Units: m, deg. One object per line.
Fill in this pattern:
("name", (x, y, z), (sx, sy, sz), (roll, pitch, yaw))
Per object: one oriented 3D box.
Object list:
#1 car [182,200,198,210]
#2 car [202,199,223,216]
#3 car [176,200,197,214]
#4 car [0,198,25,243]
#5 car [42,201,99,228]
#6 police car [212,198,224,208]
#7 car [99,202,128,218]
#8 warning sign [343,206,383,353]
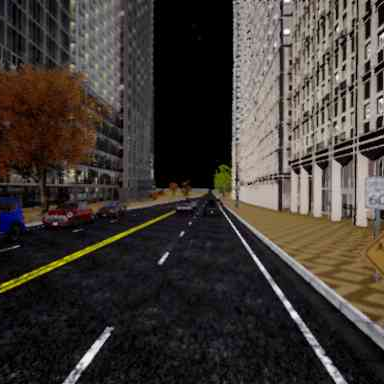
("car", (-0.222, 1.961, 50.759), (2.033, 1.411, 5.357), (0, 0, 3))
("car", (2.179, 1.825, 36.255), (1.837, 1.490, 4.892), (0, 0, 3))
("car", (-0.841, 1.873, 40.280), (2.033, 1.411, 5.357), (0, 0, 3))
("car", (-9.123, 1.255, 13.598), (2.150, 2.045, 5.566), (0, 0, 3))
("car", (-8.544, 1.471, 23.356), (2.097, 1.767, 4.553), (0, 0, 4))
("police car", (4.619, 1.953, 59.970), (1.930, 1.638, 5.238), (0, 0, 3))
("car", (-7.912, 1.755, 33.428), (2.033, 1.411, 5.357), (0, 0, 4))
("warning sign", (3.098, 1.184, 4.831), (1.300, 1.860, 1.060), (2, 1, 3))
